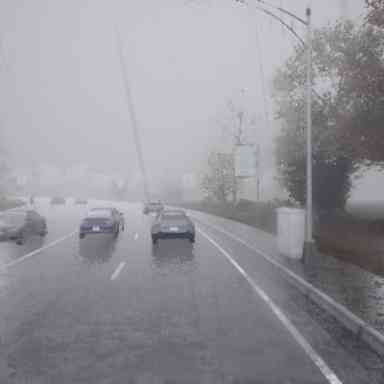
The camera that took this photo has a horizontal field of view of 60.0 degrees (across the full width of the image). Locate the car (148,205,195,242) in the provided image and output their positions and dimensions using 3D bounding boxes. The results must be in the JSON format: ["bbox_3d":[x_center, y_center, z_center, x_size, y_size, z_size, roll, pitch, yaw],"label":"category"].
[{"bbox_3d":[-0.995,1.548,16.250,1.994,1.385,4.181,0,0,-6],"label":"car"}]

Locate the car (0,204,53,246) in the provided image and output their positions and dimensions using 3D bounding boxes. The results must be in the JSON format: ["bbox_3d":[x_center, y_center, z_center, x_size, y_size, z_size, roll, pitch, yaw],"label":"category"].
[{"bbox_3d":[-8.109,1.522,15.342,1.812,1.442,4.674,0,0,-7],"label":"car"}]

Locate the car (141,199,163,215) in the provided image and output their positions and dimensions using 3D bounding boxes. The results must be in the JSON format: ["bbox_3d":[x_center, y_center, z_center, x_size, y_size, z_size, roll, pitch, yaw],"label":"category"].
[{"bbox_3d":[-3.989,1.461,33.648,2.128,1.511,4.902,0,0,-13],"label":"car"}]

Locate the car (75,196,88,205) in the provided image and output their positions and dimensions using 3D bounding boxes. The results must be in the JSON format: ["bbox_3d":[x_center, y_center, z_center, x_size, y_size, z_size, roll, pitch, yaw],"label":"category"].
[{"bbox_3d":[-18.574,1.457,55.658,1.837,1.490,4.892,0,0,-22],"label":"car"}]

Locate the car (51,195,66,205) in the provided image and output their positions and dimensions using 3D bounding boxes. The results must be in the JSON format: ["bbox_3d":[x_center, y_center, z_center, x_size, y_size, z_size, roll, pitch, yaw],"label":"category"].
[{"bbox_3d":[-22.077,1.304,54.989,2.097,1.767,4.553,0,0,-22],"label":"car"}]

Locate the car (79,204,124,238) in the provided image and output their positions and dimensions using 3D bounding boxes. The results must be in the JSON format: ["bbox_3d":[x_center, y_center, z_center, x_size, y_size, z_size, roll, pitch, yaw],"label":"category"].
[{"bbox_3d":[-4.628,1.514,17.449,1.812,1.442,4.674,0,0,-7],"label":"car"}]
